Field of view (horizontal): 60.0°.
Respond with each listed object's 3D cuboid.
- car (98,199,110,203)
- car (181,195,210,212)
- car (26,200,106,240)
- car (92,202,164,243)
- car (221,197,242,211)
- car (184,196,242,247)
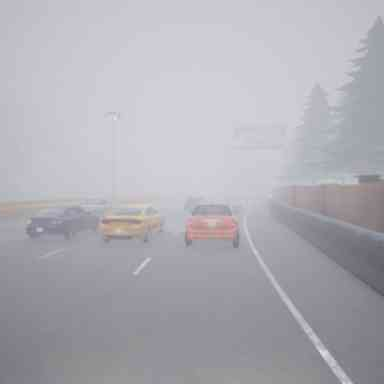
[{"bbox_3d":[-7.724,1.274,28.152,1.895,1.301,4.718,0,1,10],"label":"car"},{"bbox_3d":[0.457,1.104,33.824,2.128,1.511,4.902,0,1,11],"label":"car"},{"bbox_3d":[-5.971,1.340,15.843,1.812,1.442,4.674,0,1,6],"label":"car"},{"bbox_3d":[-2.533,1.302,15.124,1.882,1.535,5.008,0,1,6],"label":"car"},{"bbox_3d":[4.213,1.204,34.881,1.895,1.301,4.718,0,1,11],"label":"car"},{"bbox_3d":[0.933,1.186,14.427,2.097,1.767,4.553,0,1,6],"label":"car"}]
